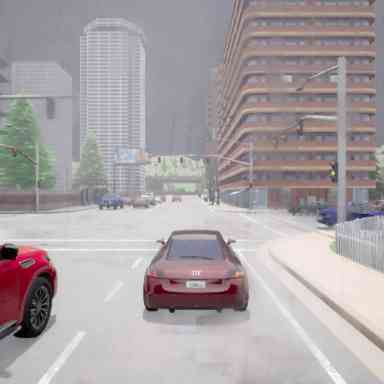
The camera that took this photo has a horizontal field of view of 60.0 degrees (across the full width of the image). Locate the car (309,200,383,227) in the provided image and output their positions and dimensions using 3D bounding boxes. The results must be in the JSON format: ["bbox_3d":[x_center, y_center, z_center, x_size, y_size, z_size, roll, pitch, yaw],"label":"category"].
[{"bbox_3d":[10.133,1.421,20.261,5.008,1.535,1.882,0,0,-7],"label":"car"}]

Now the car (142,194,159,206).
[{"bbox_3d":[-7.097,1.526,55.730,1.812,1.442,4.674,0,0,0],"label":"car"}]

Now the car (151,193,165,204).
[{"bbox_3d":[-7.044,1.526,65.993,1.812,1.442,4.674,0,0,0],"label":"car"}]

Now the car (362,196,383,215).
[{"bbox_3d":[19.860,1.297,34.142,4.553,1.767,2.097,0,0,-27],"label":"car"}]

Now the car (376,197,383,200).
[{"bbox_3d":[16.573,1.422,29.026,5.008,1.535,1.882,0,0,-20],"label":"car"}]

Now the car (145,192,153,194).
[{"bbox_3d":[-10.512,1.225,74.734,2.150,2.045,5.566,0,0,0],"label":"car"}]

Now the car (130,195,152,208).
[{"bbox_3d":[-7.090,1.526,46.873,1.812,1.442,4.674,0,0,-1],"label":"car"}]

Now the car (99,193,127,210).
[{"bbox_3d":[-10.583,1.221,44.018,2.150,2.045,5.566,0,0,2],"label":"car"}]

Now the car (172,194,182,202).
[{"bbox_3d":[-3.513,1.355,77.652,2.097,1.767,4.553,0,0,0],"label":"car"}]

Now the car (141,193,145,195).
[{"bbox_3d":[-10.554,1.505,64.206,1.837,1.490,4.892,0,0,0],"label":"car"}]

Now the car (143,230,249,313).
[{"bbox_3d":[0.092,1.564,7.738,1.994,1.385,4.181,0,0,1],"label":"car"}]

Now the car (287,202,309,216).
[{"bbox_3d":[11.418,1.545,31.297,4.718,1.301,1.895,0,0,-12],"label":"car"}]

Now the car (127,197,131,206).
[{"bbox_3d":[-10.599,1.526,53.773,1.812,1.442,4.674,0,0,0],"label":"car"}]

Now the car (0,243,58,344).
[{"bbox_3d":[-3.432,1.221,3.462,2.150,2.045,5.566,0,0,0],"label":"car"}]
